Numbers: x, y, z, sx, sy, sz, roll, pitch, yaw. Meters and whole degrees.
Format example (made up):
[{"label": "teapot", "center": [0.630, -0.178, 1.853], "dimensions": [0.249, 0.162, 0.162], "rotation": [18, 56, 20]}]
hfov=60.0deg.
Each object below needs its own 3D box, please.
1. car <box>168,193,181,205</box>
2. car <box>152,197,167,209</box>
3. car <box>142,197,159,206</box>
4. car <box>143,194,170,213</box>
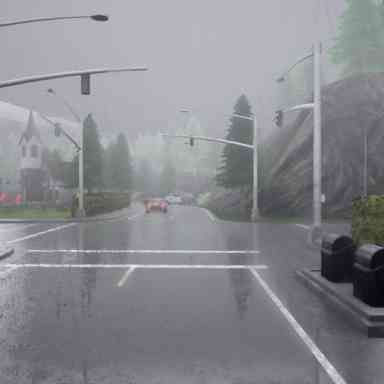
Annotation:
[{"label": "car", "center": [-3.480, 1.221, 57.141], "dimensions": [2.150, 2.045, 5.566], "rotation": [0, 0, -19]}, {"label": "car", "center": [-4.592, 1.505, 46.148], "dimensions": [1.837, 1.490, 4.892], "rotation": [0, 0, -9]}, {"label": "car", "center": [-6.969, 1.564, 55.778], "dimensions": [1.994, 1.385, 4.181], "rotation": [0, 0, -19]}, {"label": "car", "center": [-3.781, 1.352, 36.339], "dimensions": [2.097, 1.767, 4.553], "rotation": [0, 0, -2]}]
